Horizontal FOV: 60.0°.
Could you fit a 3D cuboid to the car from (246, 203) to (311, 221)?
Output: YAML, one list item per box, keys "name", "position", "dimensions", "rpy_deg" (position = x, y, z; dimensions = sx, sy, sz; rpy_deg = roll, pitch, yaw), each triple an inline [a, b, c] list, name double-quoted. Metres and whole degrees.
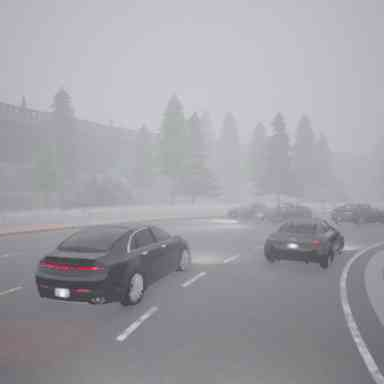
- name: "car"
  position: [6.708, 1.531, 24.429]
  dimensions: [4.902, 1.511, 2.128]
  rpy_deg: [0, 0, -33]

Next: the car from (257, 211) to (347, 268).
- name: "car"
  position: [4.019, 1.590, 11.629]
  dimensions: [1.994, 1.385, 4.181]
  rpy_deg: [0, 0, 30]

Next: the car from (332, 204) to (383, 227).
- name: "car"
  position: [11.883, 1.579, 23.207]
  dimensions: [4.902, 1.511, 2.128]
  rpy_deg: [1, 0, -29]

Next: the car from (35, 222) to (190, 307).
- name: "car"
  position: [-1.513, 1.486, 8.092]
  dimensions: [1.837, 1.490, 4.892]
  rpy_deg: [0, 0, 18]

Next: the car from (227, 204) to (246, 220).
- name: "car"
  position: [4.927, 1.585, 27.372]
  dimensions: [4.181, 1.385, 1.994]
  rpy_deg: [0, 0, -33]
